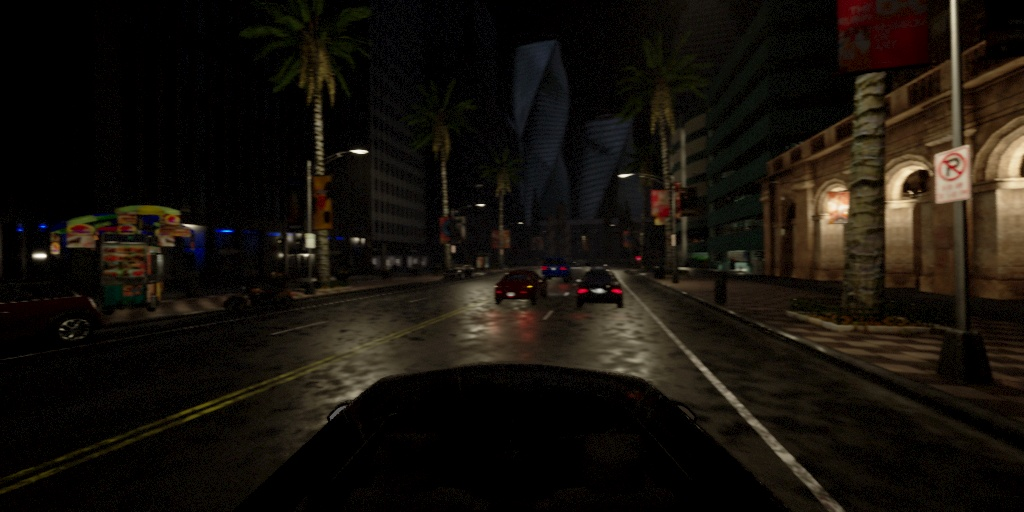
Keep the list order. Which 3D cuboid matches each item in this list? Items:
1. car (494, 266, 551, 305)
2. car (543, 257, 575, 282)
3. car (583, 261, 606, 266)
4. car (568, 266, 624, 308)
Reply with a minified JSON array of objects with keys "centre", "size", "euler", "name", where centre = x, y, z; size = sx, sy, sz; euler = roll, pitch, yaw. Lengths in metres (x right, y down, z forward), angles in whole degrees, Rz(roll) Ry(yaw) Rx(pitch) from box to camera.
[{"centre":[0.497,1.382,16.797],"size":[1.812,1.442,4.674],"euler":[-1,0,14],"name":"car"},{"centre":[3.925,1.134,31.019],"size":[2.150,2.045,5.566],"euler":[-1,0,14],"name":"car"},{"centre":[7.325,1.414,30.168],"size":[2.033,1.411,5.357],"euler":[-1,0,14],"name":"car"},{"centre":[3.801,1.351,15.588],"size":[2.033,1.411,5.357],"euler":[-1,0,14],"name":"car"}]
